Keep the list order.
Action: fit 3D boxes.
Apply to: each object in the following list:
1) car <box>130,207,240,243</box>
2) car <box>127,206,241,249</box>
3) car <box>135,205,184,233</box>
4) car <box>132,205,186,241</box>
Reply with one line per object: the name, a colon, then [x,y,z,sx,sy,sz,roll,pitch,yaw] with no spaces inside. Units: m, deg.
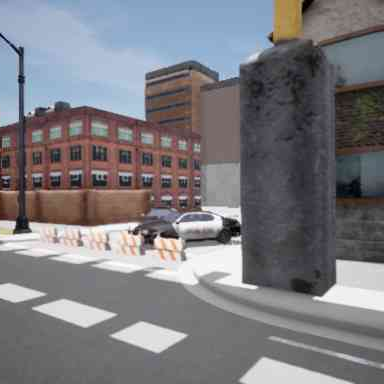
car: [-0.305,1.378,14.865,4.536,1.218,1.853,0,0,-25]
car: [-0.351,1.536,14.842,4.974,1.542,2.038,0,0,-25]
car: [-1.643,1.408,18.394,1.853,1.218,4.536,0,0,5]
car: [-1.646,1.565,18.341,2.038,1.542,4.974,0,0,5]
